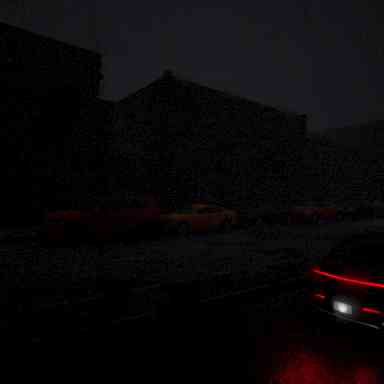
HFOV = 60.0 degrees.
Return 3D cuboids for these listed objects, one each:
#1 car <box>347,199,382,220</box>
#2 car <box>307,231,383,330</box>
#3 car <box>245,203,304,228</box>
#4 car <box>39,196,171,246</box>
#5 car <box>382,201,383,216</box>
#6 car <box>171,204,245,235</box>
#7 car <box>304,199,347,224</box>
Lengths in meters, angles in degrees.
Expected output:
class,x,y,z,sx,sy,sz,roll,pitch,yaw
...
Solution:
class,x,y,z,sx,sy,sz,roll,pitch,yaw
car,13.813,1.368,28.466,4.553,1.767,2.185,0,0,-36
car,4.267,1.514,6.481,4.892,1.490,1.837,0,0,-35
car,4.809,1.478,22.015,4.892,1.521,2.231,0,0,-36
car,-4.098,1.209,15.631,5.566,2.045,2.435,0,0,-36
car,18.381,1.542,31.741,4.674,1.452,2.002,0,0,-36
car,0.318,1.468,18.796,5.008,1.535,2.097,0,0,-36
car,9.321,1.359,25.248,4.553,1.767,2.185,0,0,-36
